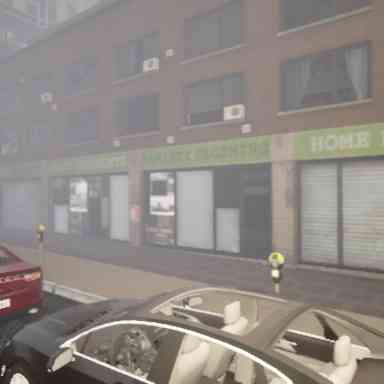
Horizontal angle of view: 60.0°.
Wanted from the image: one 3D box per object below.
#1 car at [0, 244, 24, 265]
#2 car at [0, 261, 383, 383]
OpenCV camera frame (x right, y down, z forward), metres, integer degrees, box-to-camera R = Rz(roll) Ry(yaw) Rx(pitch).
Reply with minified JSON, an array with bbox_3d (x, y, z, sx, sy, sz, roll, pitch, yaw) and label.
[{"bbox_3d":[-4.584,1.495,6.176,4.507,1.381,1.887,0,-1,36],"label":"car"},{"bbox_3d":[0.025,1.540,2.874,4.403,1.369,2.008,0,-1,36],"label":"car"}]
